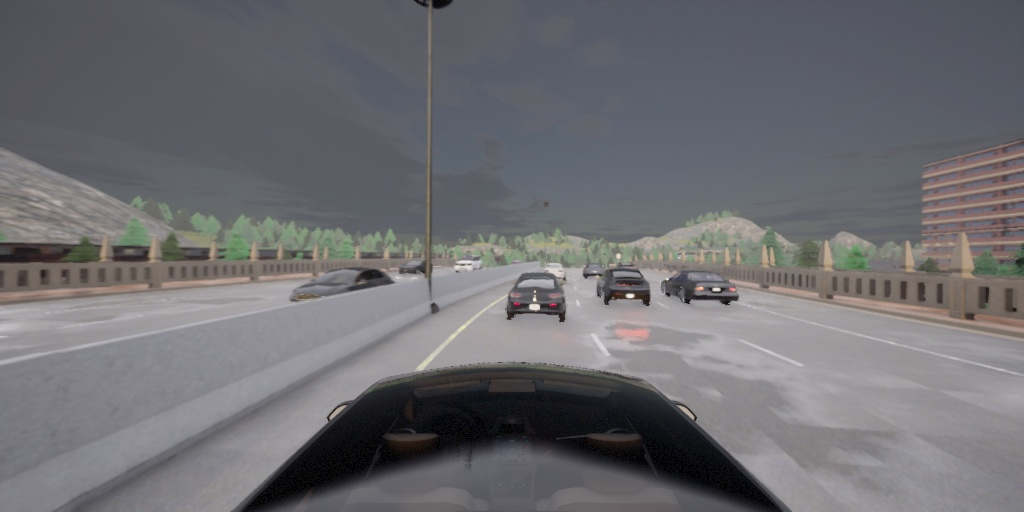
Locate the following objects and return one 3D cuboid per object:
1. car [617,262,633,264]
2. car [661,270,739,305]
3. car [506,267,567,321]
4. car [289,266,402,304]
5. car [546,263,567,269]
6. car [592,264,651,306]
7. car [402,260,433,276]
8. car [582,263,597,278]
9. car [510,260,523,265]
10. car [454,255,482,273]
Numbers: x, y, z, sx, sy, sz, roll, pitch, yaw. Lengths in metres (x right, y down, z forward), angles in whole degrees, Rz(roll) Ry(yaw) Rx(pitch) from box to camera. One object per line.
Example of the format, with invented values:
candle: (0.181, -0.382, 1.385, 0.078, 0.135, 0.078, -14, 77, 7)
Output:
car: (11.966, 1.352, 38.078, 2.128, 1.511, 4.902, 0, 0, 9)
car: (8.459, 1.373, 16.621, 2.033, 1.411, 5.357, 0, 0, 9)
car: (0.902, 1.286, 12.460, 1.812, 1.442, 4.674, 0, 0, 6)
car: (-6.228, 1.205, 13.731, 1.837, 1.490, 4.892, 0, 0, 7)
car: (3.544, 1.313, 29.971, 1.812, 1.442, 4.674, 0, 0, 9)
car: (4.932, 1.300, 16.304, 1.837, 1.490, 4.892, 0, 0, 8)
car: (-9.749, 1.154, 36.627, 1.882, 1.535, 5.008, 0, 0, 9)
car: (7.805, 1.388, 34.325, 1.994, 1.385, 4.181, 0, 0, 9)
car: (0.803, 1.298, 57.309, 1.812, 1.442, 4.674, 0, 0, 10)
car: (-5.142, 0.936, 43.051, 2.150, 2.045, 5.566, 0, 0, 9)
